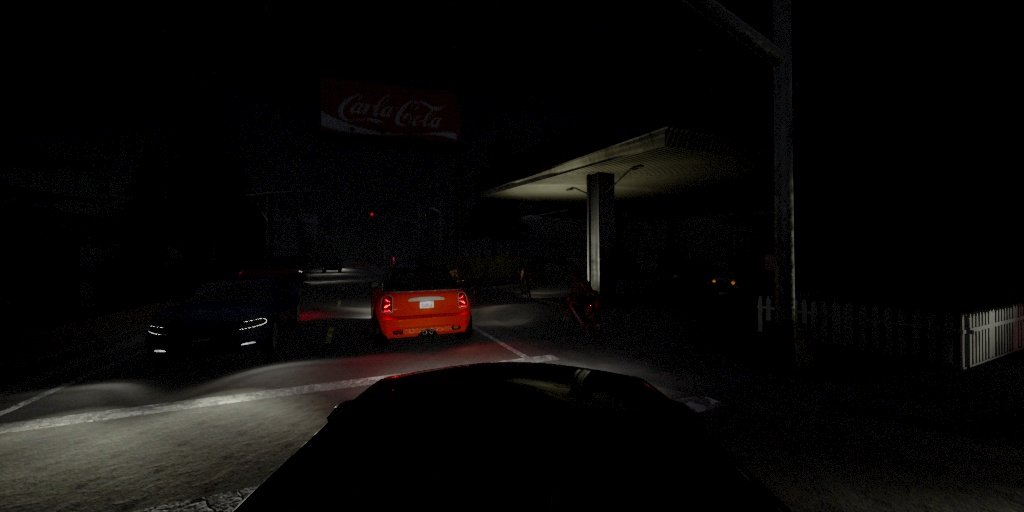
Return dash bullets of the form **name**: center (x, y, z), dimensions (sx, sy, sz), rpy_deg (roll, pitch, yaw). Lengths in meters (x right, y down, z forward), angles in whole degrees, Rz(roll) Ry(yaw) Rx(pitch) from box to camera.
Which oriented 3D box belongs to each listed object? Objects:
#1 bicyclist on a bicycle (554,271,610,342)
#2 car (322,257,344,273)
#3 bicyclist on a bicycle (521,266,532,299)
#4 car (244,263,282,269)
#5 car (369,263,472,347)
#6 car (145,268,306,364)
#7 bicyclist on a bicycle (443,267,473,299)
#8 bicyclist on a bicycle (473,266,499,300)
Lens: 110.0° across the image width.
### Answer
- **bicyclist on a bicycle**: center (1.666, 1.196, 8.705), dimensions (0.582, 1.620, 1.656), rpy_deg (3, -2, -43)
- **car**: center (-23.929, 1.146, 47.732), dimensions (2.150, 2.045, 5.566), rpy_deg (0, 0, -25)
- **bicyclist on a bicycle**: center (0.708, 1.322, 17.910), dimensions (0.582, 1.620, 1.656), rpy_deg (-1, 0, 16)
- **car**: center (-18.869, 1.344, 28.305), dimensions (4.553, 1.767, 2.097), rpy_deg (-2, 1, -34)
- **car**: center (-2.586, 1.048, 9.470), dimensions (2.097, 1.767, 4.553), rpy_deg (0, 0, -22)
- **car**: center (-6.294, 1.204, 8.383), dimensions (1.882, 1.535, 5.008), rpy_deg (0, 0, -24)
- **bicyclist on a bicycle**: center (-2.701, 1.304, 16.397), dimensions (1.656, 1.620, 0.582), rpy_deg (1, 0, 37)
- **bicyclist on a bicycle**: center (-1.400, 1.331, 17.785), dimensions (1.656, 1.620, 0.582), rpy_deg (0, 0, -21)
